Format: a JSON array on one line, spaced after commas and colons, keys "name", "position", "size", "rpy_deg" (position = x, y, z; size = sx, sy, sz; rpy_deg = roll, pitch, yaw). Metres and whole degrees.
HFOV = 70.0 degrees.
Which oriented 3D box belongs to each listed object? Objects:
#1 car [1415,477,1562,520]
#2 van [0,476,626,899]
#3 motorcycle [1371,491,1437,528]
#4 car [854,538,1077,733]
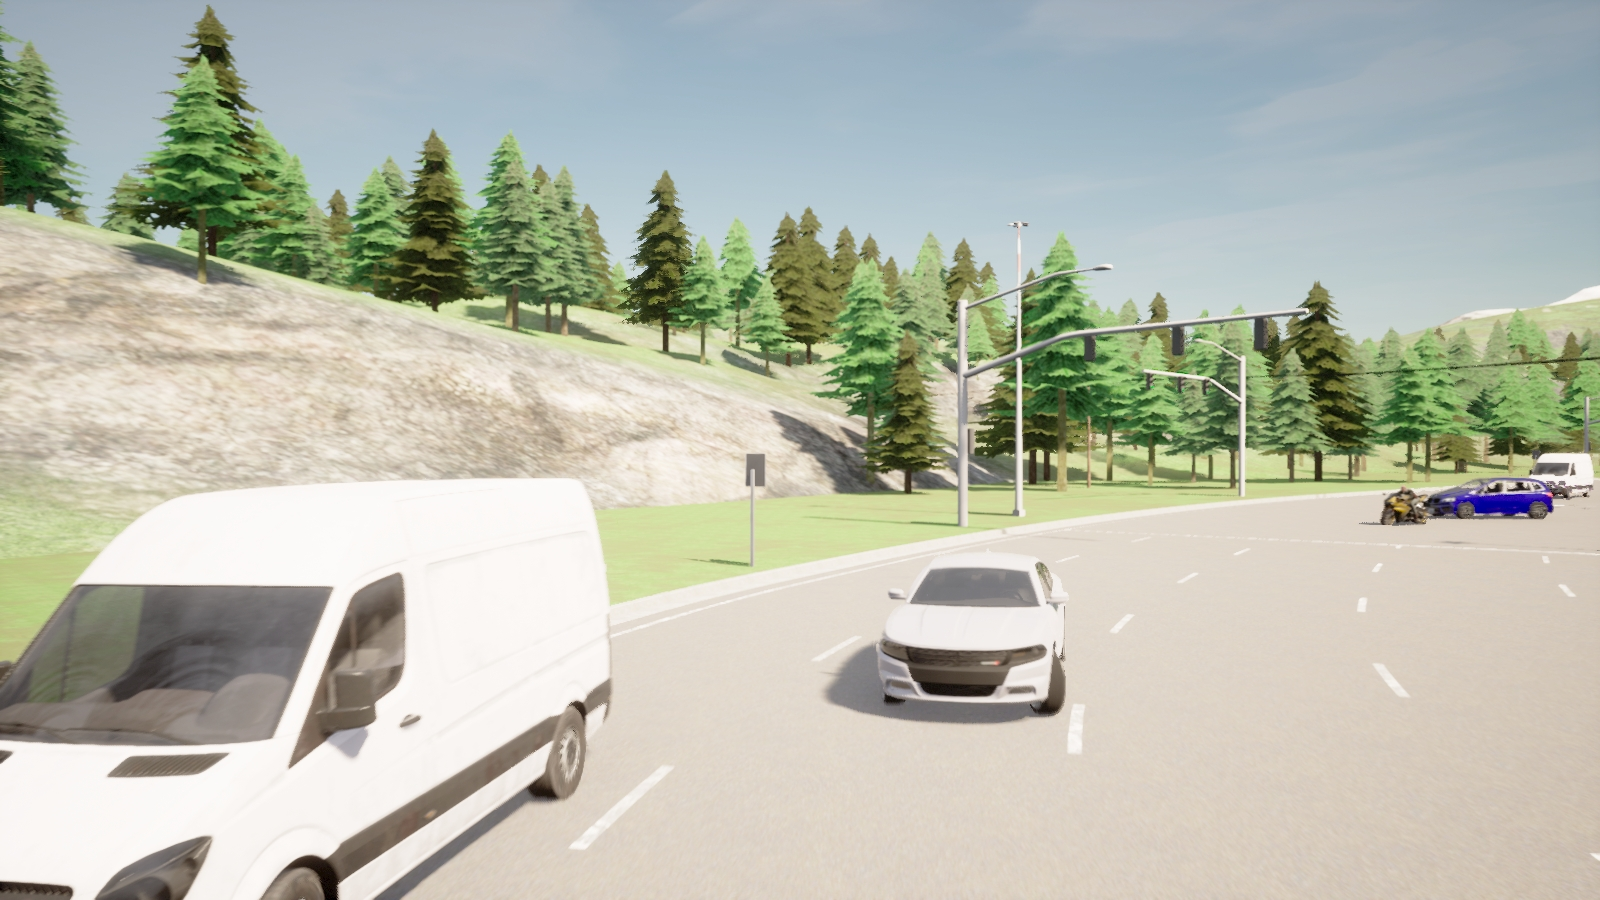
[{"name": "car", "position": [27.955, 1.940, 46.499], "size": [4.611, 1.667, 2.242], "rpy_deg": [0, 0, -1]}, {"name": "van", "position": [-3.082, 1.528, 7.658], "size": [1.988, 2.561, 5.915], "rpy_deg": [-1, 0, 10]}, {"name": "motorcycle", "position": [22.192, 2.179, 41.994], "size": [2.209, 1.251, 0.867], "rpy_deg": [0, 2, -20]}, {"name": "car", "position": [2.222, 2.024, 13.889], "size": [2.097, 1.535, 5.006], "rpy_deg": [-1, 0, 15]}]
